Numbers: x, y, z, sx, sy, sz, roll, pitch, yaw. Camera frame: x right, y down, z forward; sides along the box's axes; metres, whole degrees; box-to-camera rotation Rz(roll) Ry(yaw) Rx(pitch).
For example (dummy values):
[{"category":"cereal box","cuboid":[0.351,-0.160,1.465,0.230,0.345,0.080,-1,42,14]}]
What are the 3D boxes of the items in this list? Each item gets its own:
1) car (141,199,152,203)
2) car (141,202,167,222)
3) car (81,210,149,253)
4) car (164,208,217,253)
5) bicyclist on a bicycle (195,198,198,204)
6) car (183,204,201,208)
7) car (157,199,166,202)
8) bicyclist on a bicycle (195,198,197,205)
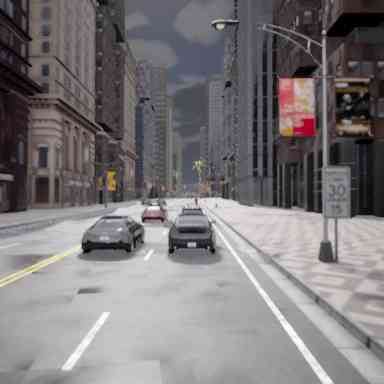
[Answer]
[{"category":"car","cuboid":[-9.728,2.183,70.990,1.837,1.490,4.892,0,-1,0]},{"category":"car","cuboid":[-3.238,1.849,29.320,1.994,1.385,4.181,0,-1,0]},{"category":"car","cuboid":[-3.243,1.702,14.337,1.994,1.385,4.181,0,-1,0]},{"category":"car","cuboid":[0.007,1.646,14.301,1.837,1.490,4.892,0,0,0]},{"category":"bicyclist on a bicycle","cuboid":[0.914,2.040,69.610,0.659,1.776,1.843,0,0,0]},{"category":"car","cuboid":[0.011,1.777,29.307,2.128,1.511,4.902,0,0,0]},{"category":"car","cuboid":[-6.478,2.183,70.987,1.837,1.490,4.892,0,-1,0]},{"category":"bicyclist on a bicycle","cuboid":[0.919,2.207,78.614,0.582,1.620,1.656,0,-1,0]}]
